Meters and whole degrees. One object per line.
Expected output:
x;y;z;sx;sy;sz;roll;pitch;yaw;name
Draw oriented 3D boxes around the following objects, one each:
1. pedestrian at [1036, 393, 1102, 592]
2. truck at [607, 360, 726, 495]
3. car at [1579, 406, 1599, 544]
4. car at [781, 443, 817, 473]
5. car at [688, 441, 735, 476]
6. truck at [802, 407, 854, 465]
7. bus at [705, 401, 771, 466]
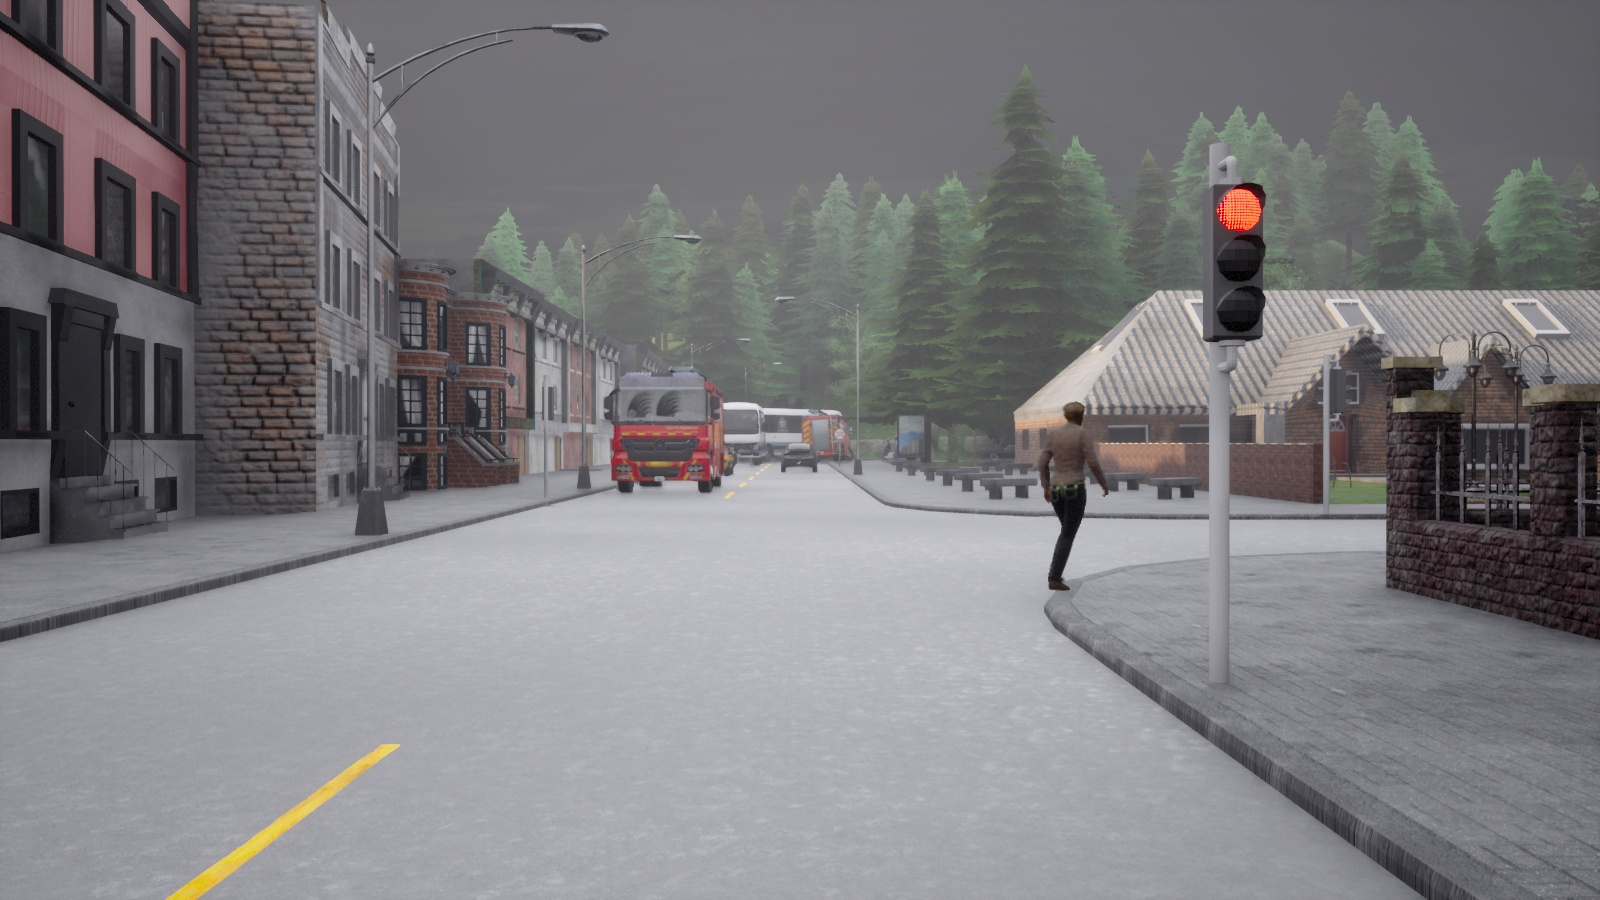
2.561;0.391;11.956;0.331;1.846;0.634;0;0;43;pedestrian
-4.045;-0.646;39.932;2.891;3.827;8.468;0;0;0;truck
14.694;0.375;18.153;5.566;2.045;2.150;0;0;-1;car
-0.044;0.381;65.649;1.837;1.490;4.892;0;0;0;car
-4.051;0.354;58.196;1.801;1.575;5.366;0;0;0;car
2.218;-0.967;96.516;2.891;3.827;8.468;-4;-3;7;truck
-4.170;-1.124;86.944;3.944;4.253;10.273;0;0;1;bus
